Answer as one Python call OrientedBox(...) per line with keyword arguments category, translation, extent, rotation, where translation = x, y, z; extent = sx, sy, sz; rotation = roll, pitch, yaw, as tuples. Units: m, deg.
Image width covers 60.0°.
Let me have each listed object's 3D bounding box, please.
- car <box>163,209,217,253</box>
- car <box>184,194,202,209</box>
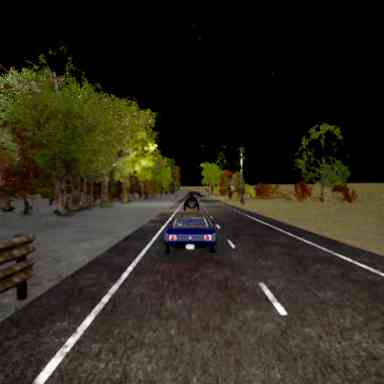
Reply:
OrientedBox(category="car", translation=(-0.057, 1.594, 13.643), extent=(1.895, 1.301, 4.718), rotation=(0, 0, 0))
OrientedBox(category="car", translation=(-0.048, 1.444, 42.425), extent=(1.882, 1.535, 5.008), rotation=(0, 0, 0))
